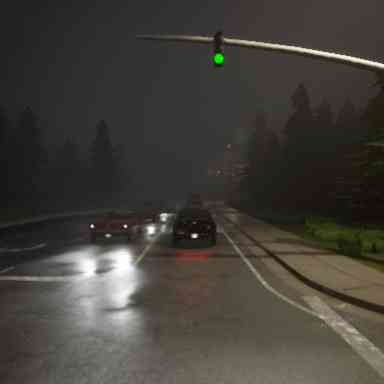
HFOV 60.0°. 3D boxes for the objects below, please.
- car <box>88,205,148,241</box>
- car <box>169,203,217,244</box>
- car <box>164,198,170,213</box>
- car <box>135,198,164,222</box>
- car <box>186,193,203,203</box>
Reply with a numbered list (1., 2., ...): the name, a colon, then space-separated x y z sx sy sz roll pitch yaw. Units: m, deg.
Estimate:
1. car: -3.593 1.556 16.510 1.895 1.301 4.718 0 0 0
2. car: 0.104 1.463 15.477 1.837 1.490 4.892 0 0 0
3. car: -3.452 1.425 35.813 1.837 1.490 4.892 0 0 1
4. car: -3.567 1.416 25.792 1.882 1.535 5.008 0 0 0
5. car: 0.307 1.128 44.466 2.150 2.045 5.566 0 0 2
